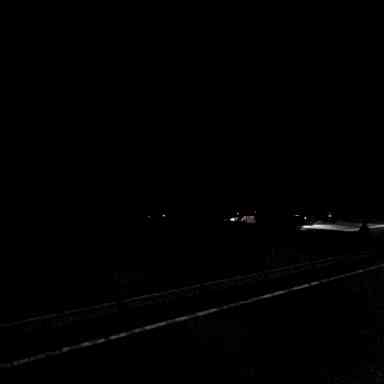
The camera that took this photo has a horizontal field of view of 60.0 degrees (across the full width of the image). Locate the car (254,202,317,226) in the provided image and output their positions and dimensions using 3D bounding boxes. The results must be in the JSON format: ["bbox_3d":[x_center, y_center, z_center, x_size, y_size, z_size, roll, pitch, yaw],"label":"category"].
[{"bbox_3d":[6.622,1.651,24.601,1.994,1.385,4.181,0,-1,-39],"label":"car"}]

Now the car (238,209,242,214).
[{"bbox_3d":[2.734,1.787,34.667,2.033,1.411,5.357,0,-1,-42],"label":"car"}]

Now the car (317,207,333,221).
[{"bbox_3d":[8.981,1.586,27.250,2.128,1.511,4.902,0,-1,-39],"label":"car"}]
